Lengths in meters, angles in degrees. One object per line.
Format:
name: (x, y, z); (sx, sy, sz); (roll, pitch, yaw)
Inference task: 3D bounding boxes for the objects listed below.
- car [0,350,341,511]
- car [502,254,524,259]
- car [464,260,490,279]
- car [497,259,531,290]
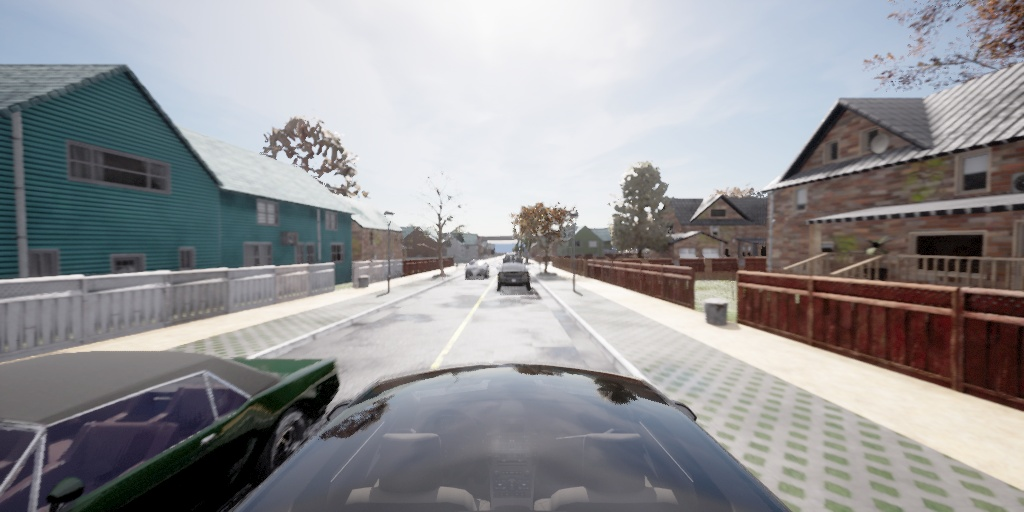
car: (-2.850, 1.351, 1.789); (1.895, 1.301, 4.718); (0, 0, 0)
car: (0.092, 0.787, 38.919); (2.150, 2.045, 5.566); (0, 0, 0)
car: (-2.852, 1.099, 30.256); (2.128, 1.511, 4.902); (0, 0, 0)
car: (0.094, 1.127, 21.534); (1.882, 1.535, 5.008); (0, 0, 0)
